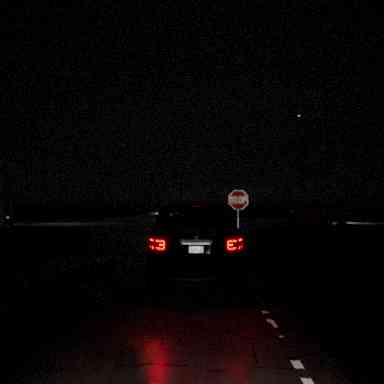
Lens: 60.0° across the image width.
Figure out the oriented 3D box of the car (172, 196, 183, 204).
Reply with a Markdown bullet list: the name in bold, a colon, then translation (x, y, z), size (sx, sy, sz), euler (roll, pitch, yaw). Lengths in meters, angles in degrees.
- **car**: translation (-2.838, 1.597, 65.911), size (2.033, 1.411, 5.357), euler (0, 0, 1)

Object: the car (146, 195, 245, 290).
- **car**: translation (0.091, 1.225, 9.217), size (2.150, 2.045, 5.566), euler (0, 0, 0)

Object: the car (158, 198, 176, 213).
- **car**: translation (-2.831, 1.502, 39.097), size (1.882, 1.535, 5.008), euler (0, 0, -2)

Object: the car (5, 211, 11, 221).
- **car**: translation (-15.510, 1.564, 23.551), size (4.902, 1.511, 2.128), euler (0, -1, -2)

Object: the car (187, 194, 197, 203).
- **car**: translation (-0.030, 1.407, 70.937), size (2.097, 1.767, 4.553), euler (0, 0, 0)

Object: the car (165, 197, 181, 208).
- **car**: translation (-2.872, 1.584, 50.976), size (2.033, 1.411, 5.357), euler (0, 0, 1)

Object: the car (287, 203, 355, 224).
- **car**: translation (8.955, 1.518, 23.851), size (4.181, 1.385, 1.994), euler (0, -1, 7)

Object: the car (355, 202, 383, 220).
- **car**: translation (13.644, 1.539, 26.605), size (5.357, 1.411, 2.033), euler (0, -1, -1)
